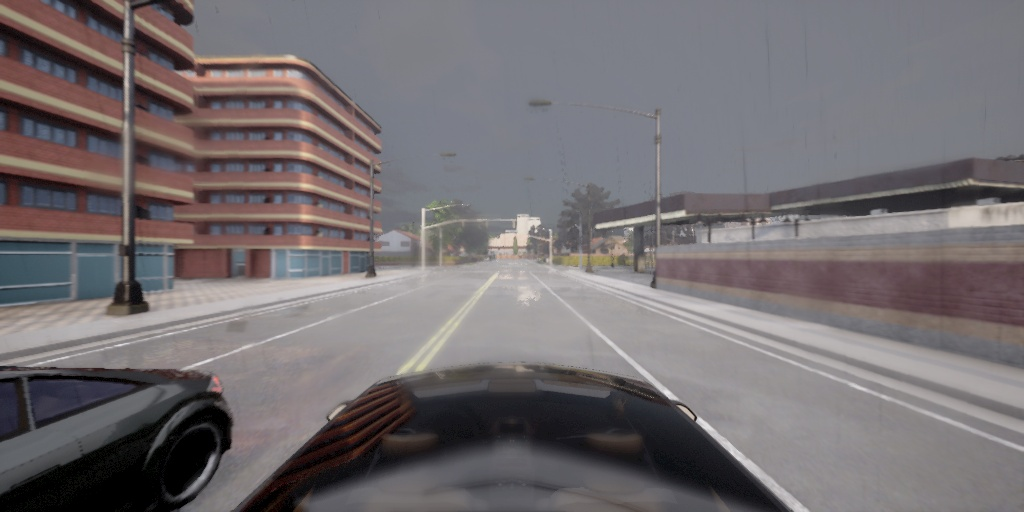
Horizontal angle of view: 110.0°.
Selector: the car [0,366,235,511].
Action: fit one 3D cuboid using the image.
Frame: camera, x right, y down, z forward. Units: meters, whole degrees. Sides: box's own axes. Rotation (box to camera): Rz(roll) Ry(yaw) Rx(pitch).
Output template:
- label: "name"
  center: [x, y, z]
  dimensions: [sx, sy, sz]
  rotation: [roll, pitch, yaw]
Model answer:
- label: "car"
  center: [-3.500, 1.317, 1.494]
  dimensions: [1.994, 1.385, 4.181]
  rotation: [0, 0, 0]
